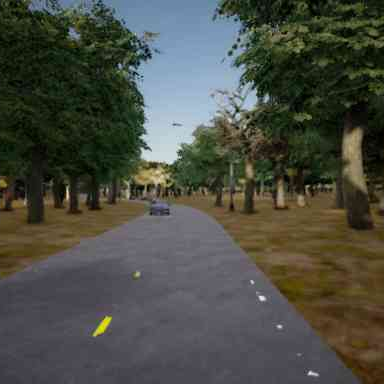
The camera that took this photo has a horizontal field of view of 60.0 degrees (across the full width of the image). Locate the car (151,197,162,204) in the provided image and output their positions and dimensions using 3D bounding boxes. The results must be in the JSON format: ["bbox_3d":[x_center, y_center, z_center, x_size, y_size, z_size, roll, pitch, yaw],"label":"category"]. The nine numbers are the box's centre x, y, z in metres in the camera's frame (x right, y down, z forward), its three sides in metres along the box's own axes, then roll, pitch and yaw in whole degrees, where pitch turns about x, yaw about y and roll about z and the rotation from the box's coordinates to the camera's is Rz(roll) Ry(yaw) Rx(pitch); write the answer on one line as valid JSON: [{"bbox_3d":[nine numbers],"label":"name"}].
[{"bbox_3d":[-8.170,2.036,76.324,2.128,1.511,4.902,0,-1,-11],"label":"car"}]

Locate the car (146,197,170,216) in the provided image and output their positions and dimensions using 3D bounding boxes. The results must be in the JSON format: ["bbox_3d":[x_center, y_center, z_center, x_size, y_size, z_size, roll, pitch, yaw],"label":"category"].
[{"bbox_3d":[-3.352,1.530,35.078,2.097,1.767,4.553,0,0,-2],"label":"car"}]
